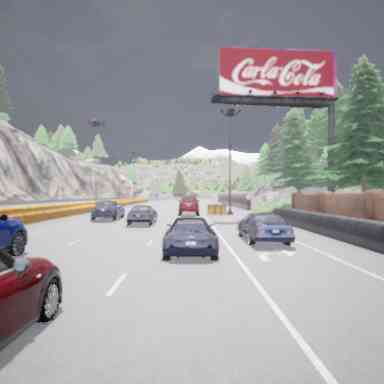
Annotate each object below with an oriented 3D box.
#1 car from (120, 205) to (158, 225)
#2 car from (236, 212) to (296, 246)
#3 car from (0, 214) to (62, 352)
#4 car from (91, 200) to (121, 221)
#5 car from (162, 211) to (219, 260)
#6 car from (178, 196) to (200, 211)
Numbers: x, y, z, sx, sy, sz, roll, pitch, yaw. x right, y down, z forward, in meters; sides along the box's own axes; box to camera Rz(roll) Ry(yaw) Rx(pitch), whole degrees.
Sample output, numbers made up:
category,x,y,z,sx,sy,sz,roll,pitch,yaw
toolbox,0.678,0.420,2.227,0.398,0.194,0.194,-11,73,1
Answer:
category,x,y,z,sx,sy,sz,roll,pitch,yaw
car,-3.711,1.703,25.225,2.033,1.411,5.357,0,0,-1
car,3.397,1.680,16.113,2.033,1.411,5.357,0,0,-1
car,-3.458,1.364,4.426,2.097,1.767,4.553,0,0,-1
car,-7.260,1.514,29.158,2.097,1.767,4.553,0,0,-1
car,-0.064,1.655,12.878,1.994,1.385,4.181,0,0,-1
car,-0.351,1.477,36.572,2.150,2.045,5.566,0,0,-1
